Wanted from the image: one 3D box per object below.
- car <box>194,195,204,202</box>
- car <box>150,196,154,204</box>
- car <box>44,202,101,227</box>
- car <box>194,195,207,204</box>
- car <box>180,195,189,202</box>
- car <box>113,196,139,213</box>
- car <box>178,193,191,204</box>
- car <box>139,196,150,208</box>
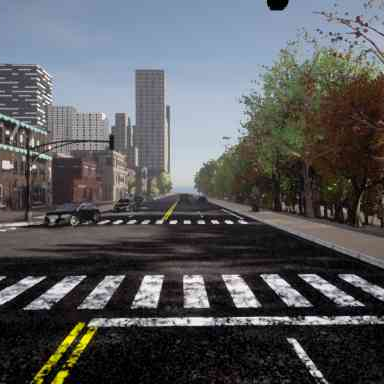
[{"bbox_3d":[1.508,1.471,72.992,1.837,1.490,4.892,0,0,-1],"label":"car"},{"bbox_3d":[-8.009,1.469,60.914,2.128,1.511,4.902,0,0,-1],"label":"car"},{"bbox_3d":[-8.091,1.486,22.914,2.128,1.511,4.902,0,0,12],"label":"car"},{"bbox_3d":[1.851,1.454,62.887,1.882,1.535,5.008,0,0,-1],"label":"car"},{"bbox_3d":[-1.751,1.447,74.245,1.882,1.535,5.008,0,0,-1],"label":"car"},{"bbox_3d":[-7.482,1.493,37.224,1.837,1.490,4.892,0,0,-1],"label":"car"},{"bbox_3d":[-1.361,1.199,61.258,2.150,2.045,5.566,0,0,-1],"label":"car"},{"bbox_3d":[-7.748,1.334,48.466,2.097,1.767,4.553,0,0,-1],"label":"car"}]
